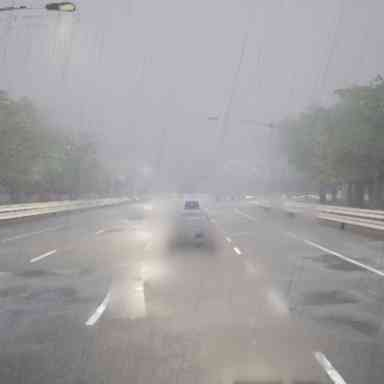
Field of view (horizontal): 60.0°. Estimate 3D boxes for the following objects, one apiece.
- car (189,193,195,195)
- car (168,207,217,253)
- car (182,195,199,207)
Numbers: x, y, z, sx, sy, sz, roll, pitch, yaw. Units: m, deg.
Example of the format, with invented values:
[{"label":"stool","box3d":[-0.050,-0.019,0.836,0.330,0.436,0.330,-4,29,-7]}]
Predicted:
[{"label":"car","box3d":[-0.011,1.612,74.528,1.837,1.490,4.892,0,0,0]},{"label":"car","box3d":[-0.002,1.568,13.845,2.033,1.411,5.357,0,0,0]},{"label":"car","box3d":[-0.011,1.546,45.360,1.882,1.535,5.008,0,0,0]}]
